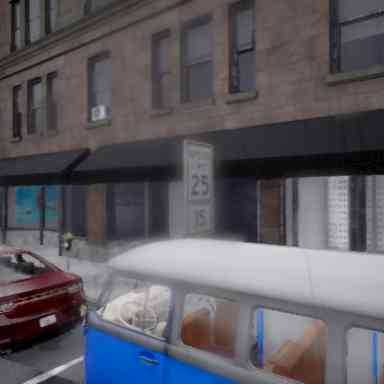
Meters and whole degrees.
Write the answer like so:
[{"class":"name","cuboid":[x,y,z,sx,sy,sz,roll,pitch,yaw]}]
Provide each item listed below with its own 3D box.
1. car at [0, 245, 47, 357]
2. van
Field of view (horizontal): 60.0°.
[{"class":"car","cuboid":[-3.742,1.607,5.742,4.507,1.381,1.887,-1,0,35]},{"class":"van","cuboid":[0.865,1.347,2.457,3.998,1.788,1.690,-1,0,35]}]
